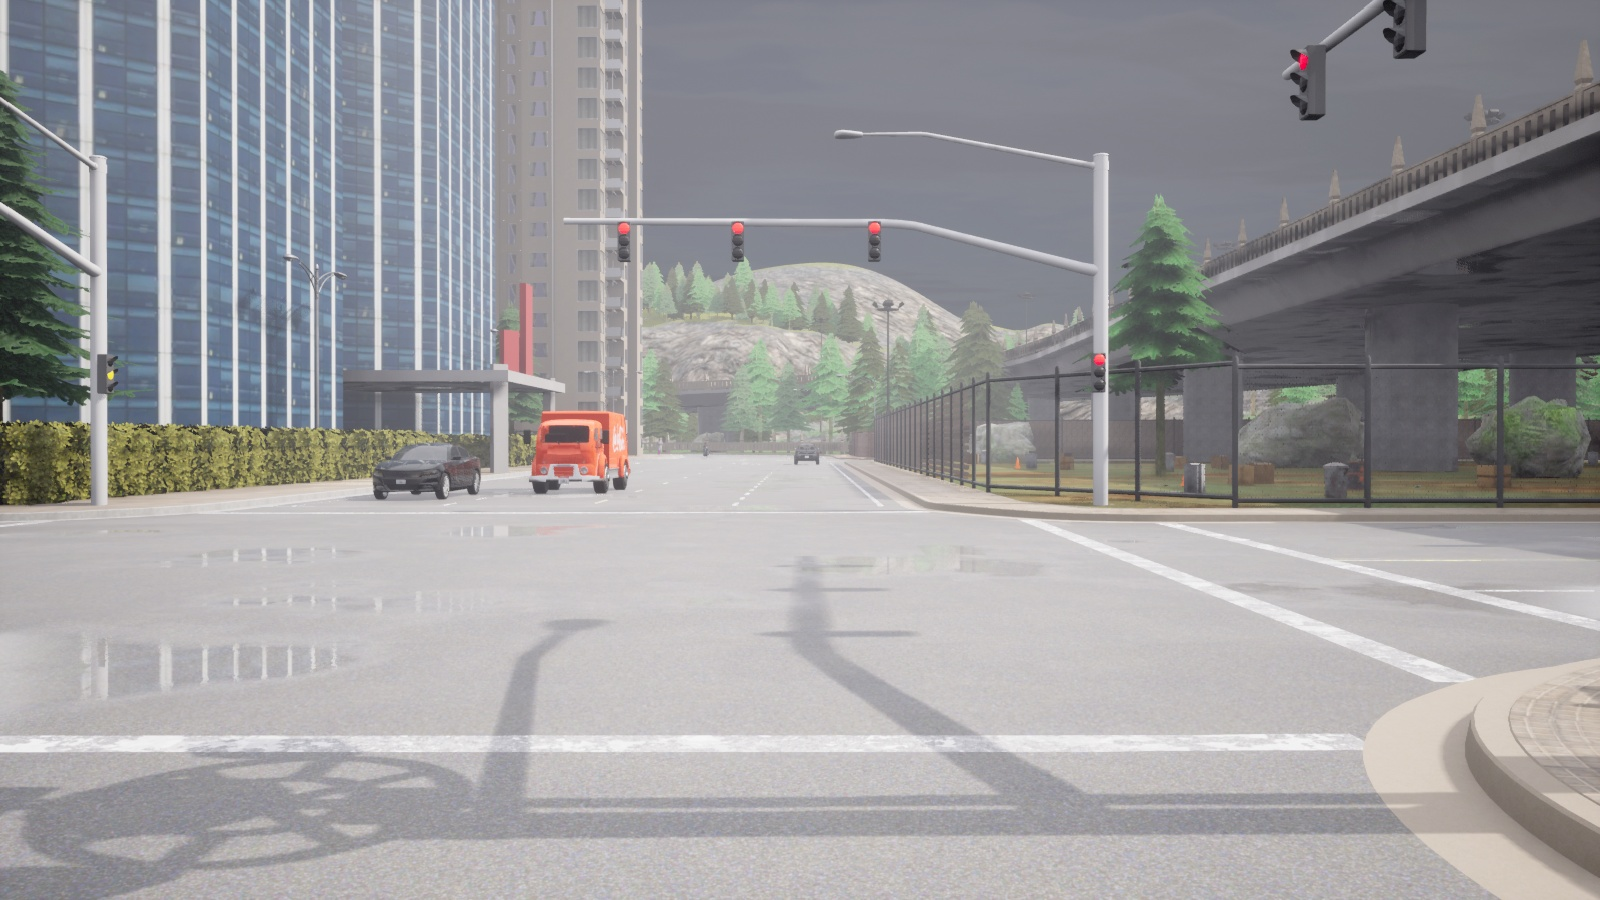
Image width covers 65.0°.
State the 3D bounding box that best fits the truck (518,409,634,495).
[{"bbox_3d":[-6.780,0.036,38.678,2.627,2.467,5.204,0,0,0],"label":"truck"}]

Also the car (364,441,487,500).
[{"bbox_3d":[-10.300,0.519,34.939,1.882,1.535,5.008,0,0,0],"label":"car"}]

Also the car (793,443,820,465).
[{"bbox_3d":[0.479,0.267,87.384,1.816,1.474,4.193,0,0,0],"label":"car"}]
